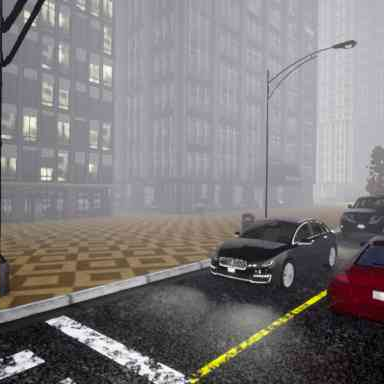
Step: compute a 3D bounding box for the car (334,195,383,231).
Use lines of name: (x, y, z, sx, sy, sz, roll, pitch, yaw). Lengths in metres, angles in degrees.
car: (9.498, 1.202, 17.028, 2.150, 2.045, 5.566, 1, 1, 43)

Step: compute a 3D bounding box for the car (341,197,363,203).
car: (38.521, 1.815, 80.316, 1.947, 1.339, 4.313, -1, 0, -34)

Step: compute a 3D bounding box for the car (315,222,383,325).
car: (4.262, 1.568, 6.582, 1.994, 1.385, 4.181, 1, 0, 41)

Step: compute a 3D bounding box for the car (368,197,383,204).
car: (37.875, 1.658, 66.302, 2.008, 1.369, 4.403, -1, 0, -34)

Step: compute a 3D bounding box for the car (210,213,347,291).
car: (2.477, 1.477, 9.188, 1.837, 1.490, 4.892, 1, 0, 41)

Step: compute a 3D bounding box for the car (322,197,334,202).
car: (35.373, 1.860, 84.977, 1.947, 1.339, 4.313, -1, 0, -34)
